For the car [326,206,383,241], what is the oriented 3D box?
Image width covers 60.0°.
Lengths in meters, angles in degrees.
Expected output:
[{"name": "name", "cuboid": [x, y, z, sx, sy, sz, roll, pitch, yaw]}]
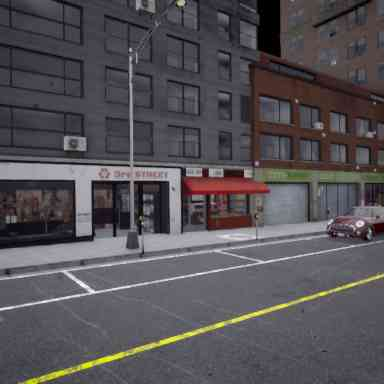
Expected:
[{"name": "car", "cuboid": [8.456, 1.435, 16.440, 4.097, 1.590, 1.967, 0, -1, -35]}]
